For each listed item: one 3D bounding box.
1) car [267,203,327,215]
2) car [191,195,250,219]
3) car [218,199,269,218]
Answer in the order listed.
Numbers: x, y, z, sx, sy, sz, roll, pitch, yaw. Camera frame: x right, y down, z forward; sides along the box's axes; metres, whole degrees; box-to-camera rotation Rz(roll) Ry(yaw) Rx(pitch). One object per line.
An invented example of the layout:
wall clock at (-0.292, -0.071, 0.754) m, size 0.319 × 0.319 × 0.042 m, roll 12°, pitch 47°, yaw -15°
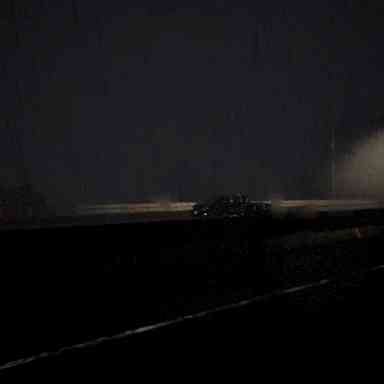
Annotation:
car at (7.311, 1.577, 21.961) m, size 4.181 × 1.385 × 1.994 m, roll 0°, pitch 0°, yaw -35°
car at (2.554, 1.231, 27.183) m, size 5.566 × 2.045 × 2.150 m, roll 0°, pitch 0°, yaw -35°
car at (4.584, 1.516, 24.327) m, size 4.892 × 1.490 × 1.837 m, roll 0°, pitch 0°, yaw -35°
